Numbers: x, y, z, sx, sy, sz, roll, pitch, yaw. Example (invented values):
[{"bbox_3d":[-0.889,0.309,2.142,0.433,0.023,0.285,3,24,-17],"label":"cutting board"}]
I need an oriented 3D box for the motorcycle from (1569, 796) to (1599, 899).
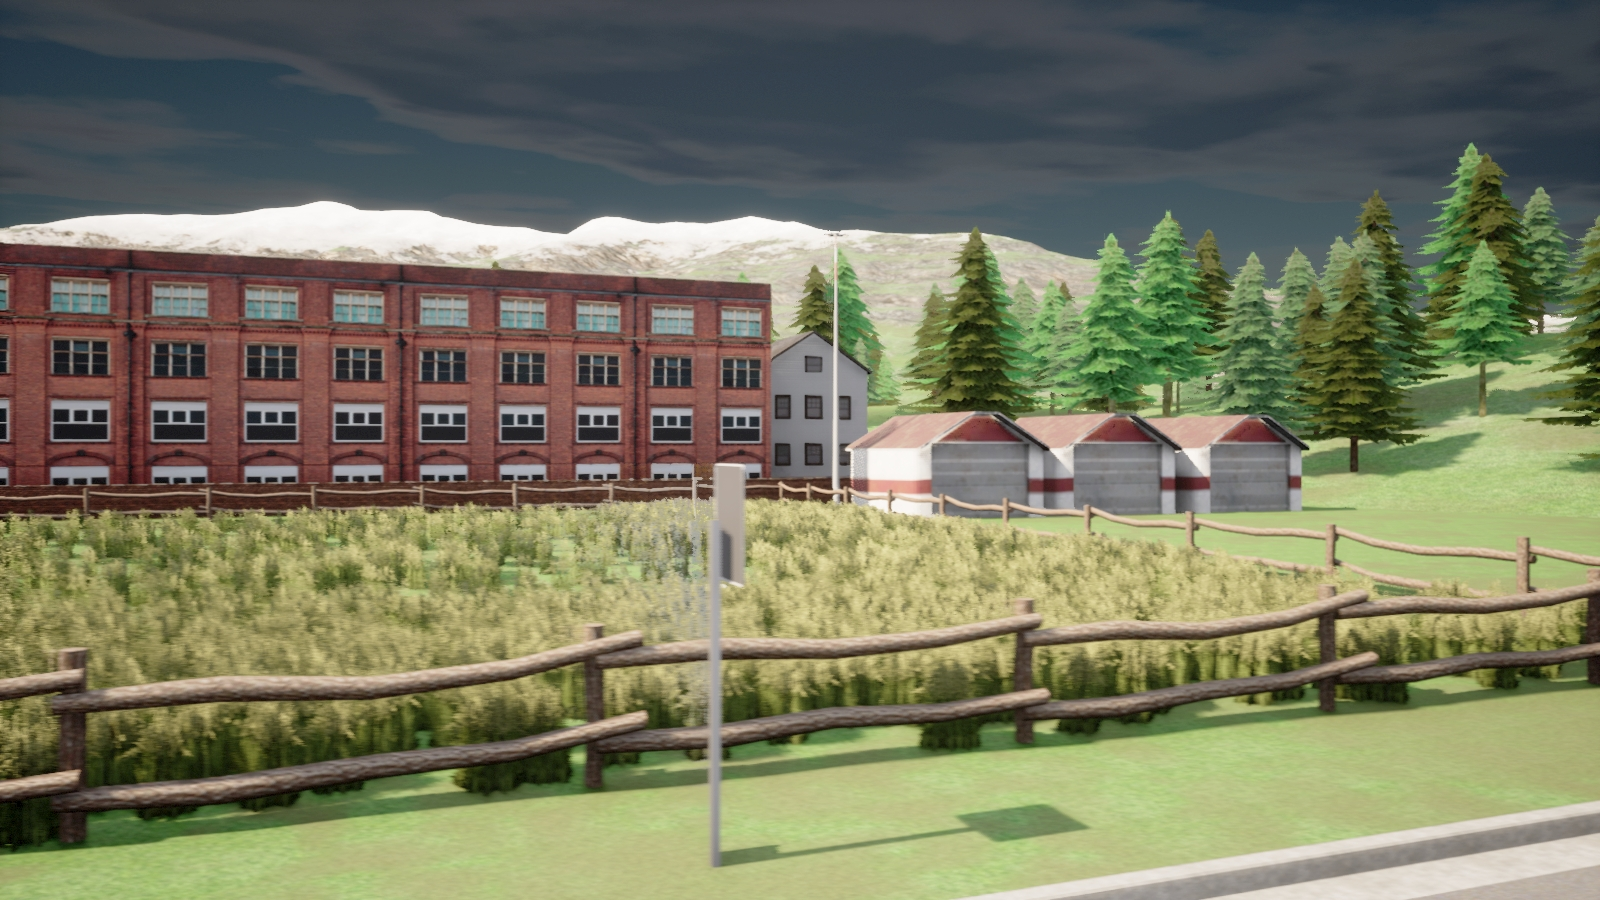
[{"bbox_3d":[4.639,2.201,5.108,2.209,1.251,0.867,0,0,-20],"label":"motorcycle"}]
